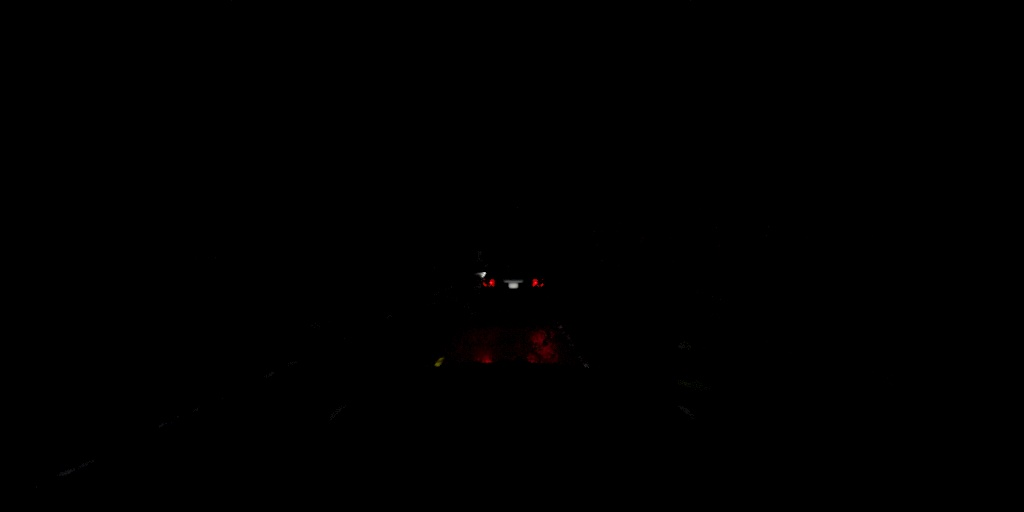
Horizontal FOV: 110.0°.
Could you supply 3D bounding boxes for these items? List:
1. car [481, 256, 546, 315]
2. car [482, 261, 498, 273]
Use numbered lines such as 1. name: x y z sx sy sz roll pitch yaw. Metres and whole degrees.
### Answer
1. car: 0.066 1.020 13.904 2.150 2.045 5.566 0 0 0
2. car: -2.815 1.433 47.393 1.812 1.442 4.674 0 0 0
